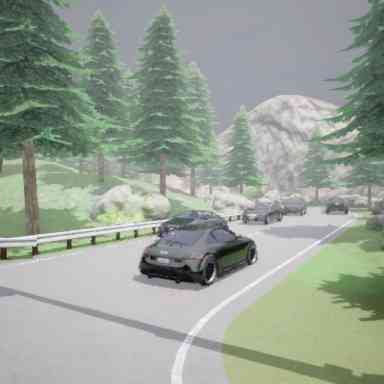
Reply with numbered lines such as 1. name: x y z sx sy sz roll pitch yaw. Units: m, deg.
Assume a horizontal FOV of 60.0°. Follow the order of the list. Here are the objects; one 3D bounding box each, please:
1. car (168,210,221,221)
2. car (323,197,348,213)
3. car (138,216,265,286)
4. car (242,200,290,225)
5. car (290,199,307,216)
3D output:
1. car: 0.128 1.573 16.167 1.994 1.385 4.181 0 0 31
2. car: 15.931 1.356 37.096 2.097 1.767 4.553 -1 0 17
3. car: 0.370 1.637 9.671 1.994 1.385 4.181 0 -1 31
4. car: 5.319 1.506 24.649 2.128 1.511 4.902 0 0 32
5. car: 10.429 1.525 33.497 1.837 1.490 4.892 0 0 24
